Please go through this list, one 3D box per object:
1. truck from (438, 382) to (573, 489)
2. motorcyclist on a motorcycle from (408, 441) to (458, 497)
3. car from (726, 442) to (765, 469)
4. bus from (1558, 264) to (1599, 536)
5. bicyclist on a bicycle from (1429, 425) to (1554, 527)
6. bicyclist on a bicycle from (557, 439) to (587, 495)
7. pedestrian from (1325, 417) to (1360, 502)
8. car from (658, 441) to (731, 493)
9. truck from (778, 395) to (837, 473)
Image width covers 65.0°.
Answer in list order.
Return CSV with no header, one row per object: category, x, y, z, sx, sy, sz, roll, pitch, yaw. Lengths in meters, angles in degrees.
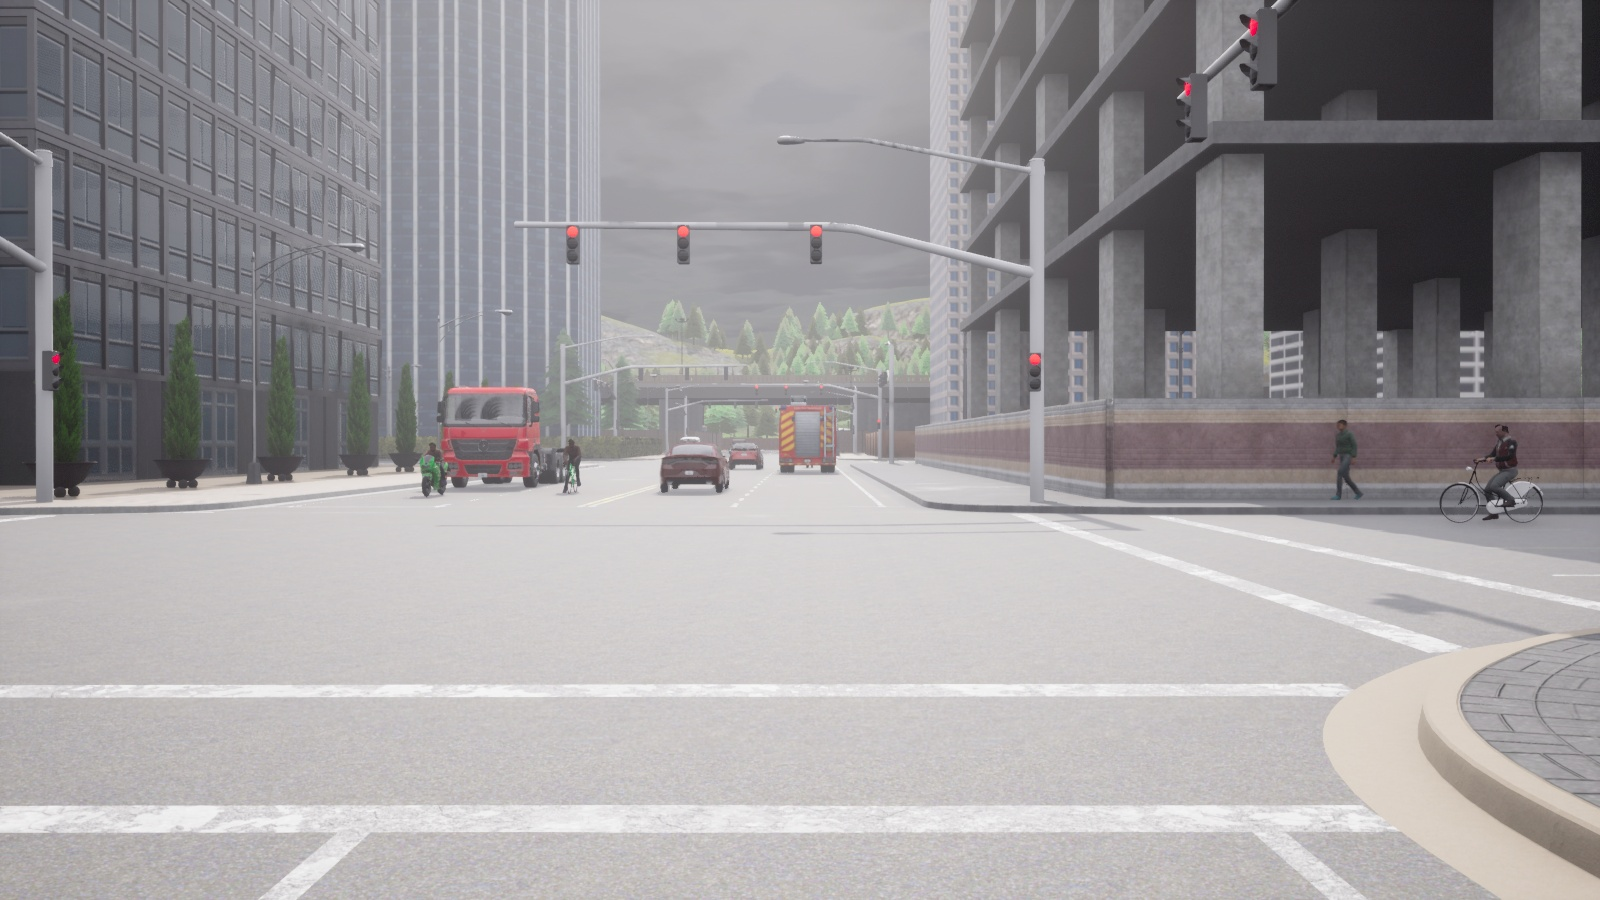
truck,-10.232,-0.495,44.546,2.891,3.462,7.936,0,0,0
motorcyclist on a motorcycle,-10.282,0.521,35.276,0.797,1.523,2.044,0,0,0
car,-3.074,0.288,71.449,2.007,1.525,4.514,0,0,0
bus,17.662,-0.777,18.774,10.273,4.253,3.944,0,0,0
bicyclist on a bicycle,12.256,0.446,22.293,1.843,1.776,0.659,0,0,0
bicyclist on a bicycle,-6.770,0.483,37.359,0.582,1.620,1.656,0,1,0
pedestrian,11.876,0.203,27.507,0.614,1.847,0.353,0,0,-8
car,-3.252,0.498,39.544,1.882,1.535,5.008,0,0,0
truck,0.394,-0.789,65.806,2.891,3.827,8.468,0,0,0
